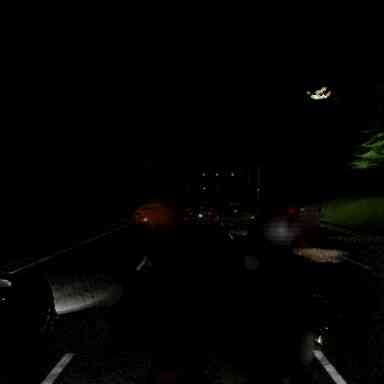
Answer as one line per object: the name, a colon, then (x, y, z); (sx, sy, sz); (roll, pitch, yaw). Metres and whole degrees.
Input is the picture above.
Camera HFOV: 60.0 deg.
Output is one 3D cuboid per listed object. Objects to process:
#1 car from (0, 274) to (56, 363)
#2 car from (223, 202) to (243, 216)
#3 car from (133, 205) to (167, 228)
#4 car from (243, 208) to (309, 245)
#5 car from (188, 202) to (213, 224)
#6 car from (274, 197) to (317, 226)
car: (-3.341, 1.589, 4.028); (1.994, 1.385, 4.181); (0, 0, 0)
car: (4.429, 1.771, 35.685); (1.812, 1.442, 4.674); (0, 0, 2)
car: (-2.901, 1.636, 23.821); (1.882, 1.535, 5.008); (0, 0, 2)
car: (3.899, 1.678, 16.200); (1.994, 1.385, 4.181); (0, 0, 1)
car: (0.679, 1.745, 26.604); (1.994, 1.385, 4.181); (0, 0, 2)
car: (7.641, 1.399, 25.219); (2.150, 2.045, 5.566); (0, 0, 2)
